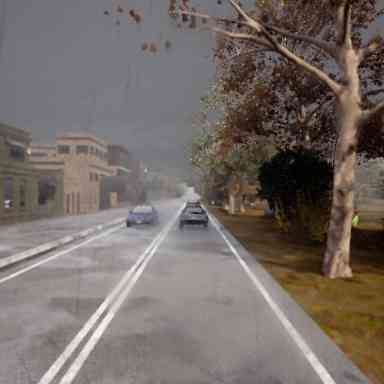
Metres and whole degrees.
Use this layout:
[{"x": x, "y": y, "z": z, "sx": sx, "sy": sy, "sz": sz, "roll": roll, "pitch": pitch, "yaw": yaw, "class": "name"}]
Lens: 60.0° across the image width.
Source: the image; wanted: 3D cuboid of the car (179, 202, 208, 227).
[{"x": 0.128, "y": 1.673, "z": 23.903, "sx": 1.994, "sy": 1.385, "sz": 4.181, "roll": 0, "pitch": 0, "yaw": 0, "class": "car"}]

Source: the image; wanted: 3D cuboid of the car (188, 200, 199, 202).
[{"x": 0.168, "y": 1.697, "z": 41.829, "sx": 2.128, "sy": 1.511, "sz": 4.902, "roll": 0, "pitch": 0, "yaw": 0, "class": "car"}]

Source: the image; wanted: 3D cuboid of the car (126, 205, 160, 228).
[{"x": -3.321, "y": 1.631, "z": 23.147, "sx": 1.812, "sy": 1.442, "sz": 4.674, "roll": 0, "pitch": 0, "yaw": 0, "class": "car"}]
